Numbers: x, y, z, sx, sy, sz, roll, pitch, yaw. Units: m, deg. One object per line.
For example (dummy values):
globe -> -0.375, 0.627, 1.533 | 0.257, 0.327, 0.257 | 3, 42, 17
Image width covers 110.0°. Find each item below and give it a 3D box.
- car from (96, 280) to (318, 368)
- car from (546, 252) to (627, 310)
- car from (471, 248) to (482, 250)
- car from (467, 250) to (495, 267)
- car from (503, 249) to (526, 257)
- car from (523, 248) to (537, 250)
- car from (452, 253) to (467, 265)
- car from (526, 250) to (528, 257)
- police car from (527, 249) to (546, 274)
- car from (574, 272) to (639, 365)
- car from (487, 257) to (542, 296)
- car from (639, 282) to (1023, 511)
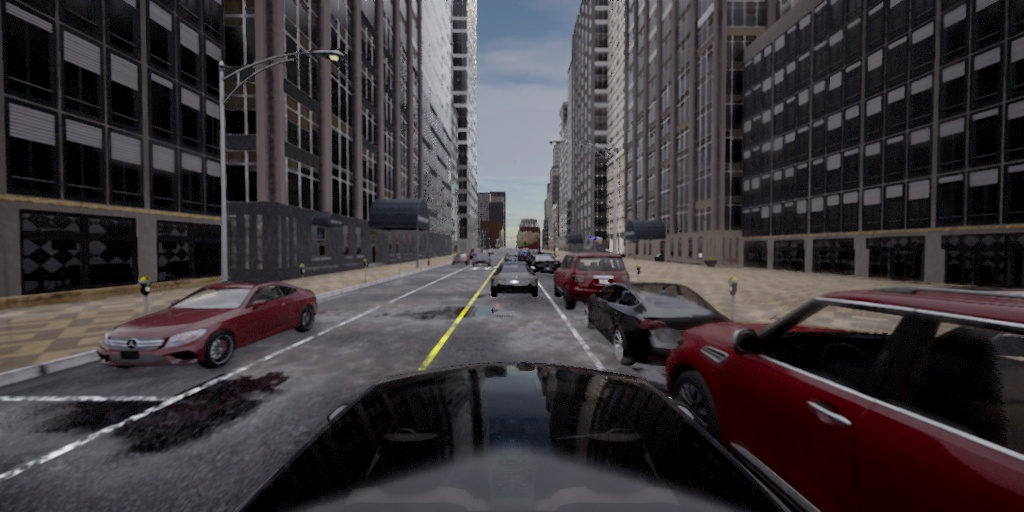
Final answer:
car -> -5.688, 1.185, 7.440 | 1.802, 1.307, 4.207 | 0, 0, 0
car -> 2.692, 0.777, 12.979 | 2.192, 1.841, 5.009 | 0, 0, 0
car -> -5.690, -0.357, 57.278 | 2.192, 1.841, 5.009 | 0, 0, 0
car -> -3.096, 0.379, 37.623 | 2.033, 1.411, 5.357 | 0, 1, 0
car -> 0.098, 0.262, 40.028 | 2.128, 1.511, 4.902 | 0, 1, 0
car -> 2.691, -0.073, 46.203 | 2.192, 1.841, 5.009 | 0, 0, 0
car -> -5.689, 0.337, 40.665 | 1.802, 1.307, 4.207 | 0, 0, 0
car -> 2.691, 0.320, 40.666 | 1.948, 1.339, 4.313 | 0, 0, 0
police car -> 2.368, 0.552, 26.084 | 1.930, 1.638, 5.238 | 0, 1, 0
car -> 2.692, 1.169, 7.441 | 1.948, 1.339, 4.313 | 0, 0, 0
car -> 0.100, 0.945, 16.161 | 1.994, 1.385, 4.181 | 0, 1, 0
car -> 2.692, 1.060, 1.904 | 2.192, 1.841, 5.009 | 0, 0, 0
